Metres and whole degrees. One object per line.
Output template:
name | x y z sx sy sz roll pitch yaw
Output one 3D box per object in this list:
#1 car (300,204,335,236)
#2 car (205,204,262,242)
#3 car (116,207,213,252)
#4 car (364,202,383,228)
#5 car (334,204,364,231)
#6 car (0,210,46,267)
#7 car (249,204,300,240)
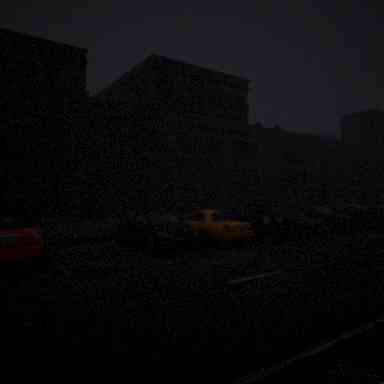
car | 5.121 1.536 18.758 2.163 1.488 4.792 0 0 -35
car | 0.549 1.488 15.814 1.946 1.575 5.366 0 0 -35
car | -1.624 1.485 14.071 2.231 1.521 4.892 0 0 -35
car | 9.658 1.527 21.969 2.231 1.521 4.892 0 0 -35
car | 7.375 1.515 20.382 2.097 1.535 5.008 0 0 -35
car | -6.253 1.347 10.779 2.185 1.767 4.553 0 0 -35
car | 2.851 1.373 17.169 2.185 1.767 4.553 0 0 -35
